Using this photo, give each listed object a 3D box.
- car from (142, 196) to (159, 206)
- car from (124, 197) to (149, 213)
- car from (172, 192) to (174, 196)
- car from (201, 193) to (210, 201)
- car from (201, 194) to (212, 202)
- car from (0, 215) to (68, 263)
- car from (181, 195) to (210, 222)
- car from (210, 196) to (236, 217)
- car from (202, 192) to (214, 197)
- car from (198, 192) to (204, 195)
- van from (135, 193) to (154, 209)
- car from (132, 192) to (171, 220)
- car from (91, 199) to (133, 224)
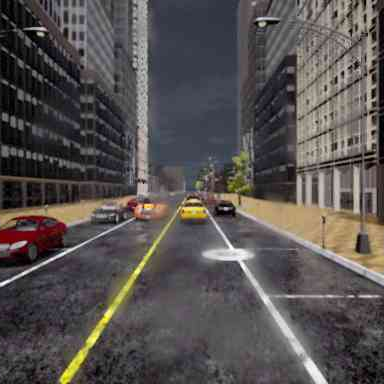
[{"bbox_3d":[-5.644,1.212,45.726,1.802,1.307,4.206,0,0,0],"label":"car"},{"bbox_3d":[-5.655,1.269,34.341,1.887,1.381,4.507,0,0,0],"label":"car"},{"bbox_3d":[-5.616,0.953,74.186,1.947,1.339,4.313,0,0,0],"label":"car"},{"bbox_3d":[2.759,0.960,68.641,1.752,1.417,4.829,0,0,0],"label":"car"},{"bbox_3d":[2.753,1.067,62.779,1.802,1.307,4.206,0,0,0],"label":"car"},{"bbox_3d":[-5.676,1.490,11.572,1.802,1.307,4.206,0,0,0],"label":"car"},{"bbox_3d":[0.124,1.262,24.244,1.801,1.575,5.366,0,0,0],"label":"car"},{"bbox_3d":[2.720,1.336,28.629,1.947,1.339,4.313,0,0,0],"label":"car"},{"bbox_3d":[2.743,1.022,51.394,1.967,1.590,4.097,0,0,0],"label":"car"},{"bbox_3d":[0.140,1.142,41.505,1.882,1.535,5.008,0,1,0],"label":"car"},{"bbox_3d":[-5.648,1.018,40.032,1.690,1.788,3.998,0,0,0],"label":"van"},{"bbox_3d":[-3.045,1.147,25.506,2.097,1.767,4.553,0,1,0],"label":"car"},{"bbox_3d":[-5.666,1.368,22.957,2.008,1.369,4.403,0,0,0],"label":"car"}]
